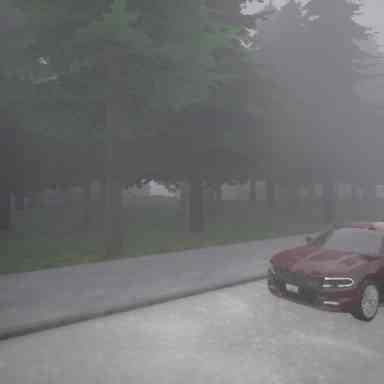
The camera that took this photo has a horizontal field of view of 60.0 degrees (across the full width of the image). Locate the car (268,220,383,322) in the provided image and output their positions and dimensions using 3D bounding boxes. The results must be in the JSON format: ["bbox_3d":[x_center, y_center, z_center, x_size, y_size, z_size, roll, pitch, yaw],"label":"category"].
[{"bbox_3d":[3.802,1.415,7.310,5.008,1.535,1.882,0,0,-35],"label":"car"}]
